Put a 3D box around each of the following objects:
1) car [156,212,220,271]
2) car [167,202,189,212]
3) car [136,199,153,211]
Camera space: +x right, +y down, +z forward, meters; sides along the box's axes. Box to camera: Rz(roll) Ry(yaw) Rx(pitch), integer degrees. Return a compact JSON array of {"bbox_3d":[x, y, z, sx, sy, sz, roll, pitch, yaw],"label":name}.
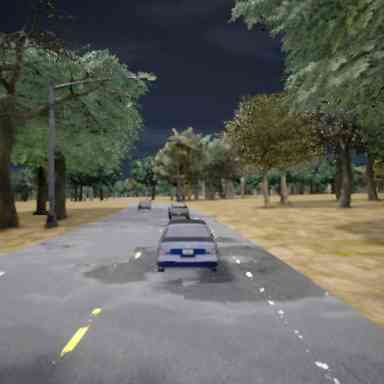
[{"bbox_3d":[-0.167,1.624,11.203,2.033,1.411,5.357,0,0,-1],"label":"car"},{"bbox_3d":[-1.313,1.698,31.256,2.128,1.511,4.902,0,0,-4],"label":"car"},{"bbox_3d":[-6.397,1.789,45.028,1.837,1.490,4.892,0,0,-7],"label":"car"}]
